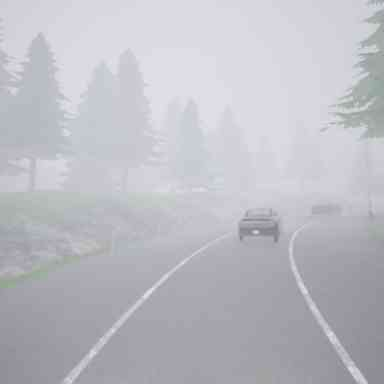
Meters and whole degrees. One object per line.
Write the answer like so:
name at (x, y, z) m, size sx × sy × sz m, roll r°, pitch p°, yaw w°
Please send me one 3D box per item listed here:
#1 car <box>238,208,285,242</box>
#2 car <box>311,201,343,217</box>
car at (3.565, 1.557, 16.825) m, size 2.128 × 1.511 × 4.902 m, roll -2°, pitch -1°, yaw 19°
car at (13.878, 1.687, 34.185) m, size 1.882 × 1.535 × 5.008 m, roll -5°, pitch -4°, yaw 41°
